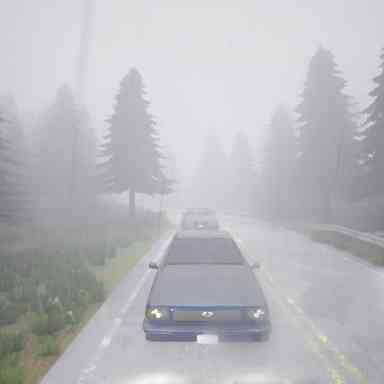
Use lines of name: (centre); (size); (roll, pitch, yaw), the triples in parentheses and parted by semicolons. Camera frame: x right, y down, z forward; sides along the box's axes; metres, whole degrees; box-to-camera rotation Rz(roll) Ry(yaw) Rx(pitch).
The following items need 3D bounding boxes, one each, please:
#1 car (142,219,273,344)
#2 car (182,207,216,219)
car: (0.243, 1.557, 7.050); (2.033, 1.411, 5.357); (0, 0, 1)
car: (0.386, 1.584, 19.135); (1.994, 1.385, 4.181); (0, 0, -2)
